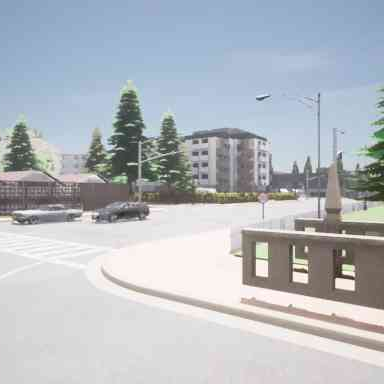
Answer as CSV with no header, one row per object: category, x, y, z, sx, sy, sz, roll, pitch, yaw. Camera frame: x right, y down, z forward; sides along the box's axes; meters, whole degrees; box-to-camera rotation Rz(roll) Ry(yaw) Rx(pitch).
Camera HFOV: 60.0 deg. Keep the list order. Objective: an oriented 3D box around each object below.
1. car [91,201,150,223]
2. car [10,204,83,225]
car,-5.356,1.482,25.397,2.128,1.511,4.902,0,0,38
car,-10.555,1.592,24.391,1.895,1.301,4.718,0,0,38
